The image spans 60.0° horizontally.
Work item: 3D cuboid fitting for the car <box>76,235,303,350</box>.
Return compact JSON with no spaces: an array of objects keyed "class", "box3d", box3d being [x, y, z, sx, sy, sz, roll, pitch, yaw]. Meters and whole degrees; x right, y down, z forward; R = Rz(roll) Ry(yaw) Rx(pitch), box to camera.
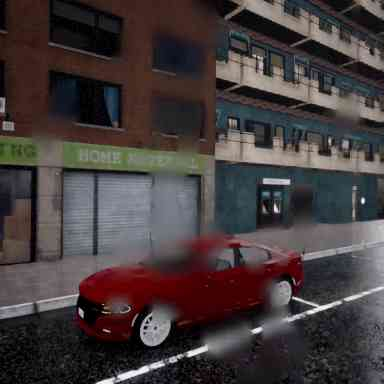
[{"class":"car","box3d":[0.190,1.545,6.224,4.507,1.381,1.887,0,1,-35]}]
